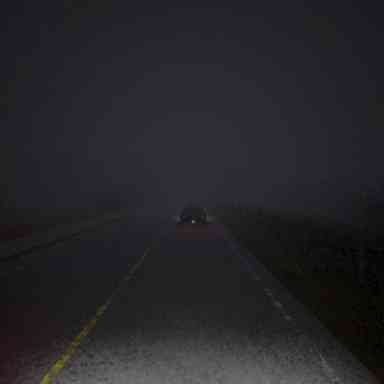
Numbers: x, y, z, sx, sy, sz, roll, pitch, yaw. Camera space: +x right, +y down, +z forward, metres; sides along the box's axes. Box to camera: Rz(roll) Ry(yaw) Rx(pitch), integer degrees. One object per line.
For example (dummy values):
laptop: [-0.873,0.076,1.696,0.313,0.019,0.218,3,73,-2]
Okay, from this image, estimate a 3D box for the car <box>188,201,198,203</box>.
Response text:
car: [0.092,1.841,42.120,1.994,1.385,4.181,0,0,0]

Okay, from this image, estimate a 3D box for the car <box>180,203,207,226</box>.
car: [0.089,1.767,25.170,1.895,1.301,4.718,0,0,0]
